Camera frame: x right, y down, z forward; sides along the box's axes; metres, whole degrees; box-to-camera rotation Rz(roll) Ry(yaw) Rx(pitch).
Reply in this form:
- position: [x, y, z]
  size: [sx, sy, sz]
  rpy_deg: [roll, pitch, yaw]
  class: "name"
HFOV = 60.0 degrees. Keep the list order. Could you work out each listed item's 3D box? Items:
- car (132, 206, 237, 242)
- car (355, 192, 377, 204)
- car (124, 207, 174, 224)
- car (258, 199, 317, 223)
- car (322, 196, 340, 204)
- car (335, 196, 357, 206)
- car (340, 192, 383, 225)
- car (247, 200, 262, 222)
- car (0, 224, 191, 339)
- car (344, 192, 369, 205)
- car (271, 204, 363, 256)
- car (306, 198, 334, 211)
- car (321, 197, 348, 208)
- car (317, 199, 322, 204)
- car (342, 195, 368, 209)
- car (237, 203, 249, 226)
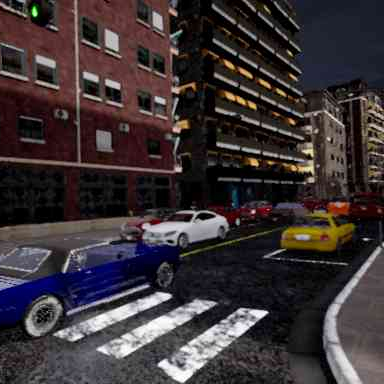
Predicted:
- position: [-0.127, 1.542, 14.619]
  size: [1.812, 1.442, 4.674]
  rpy_deg: [-3, -1, 37]
  class: "car"
- position: [29.259, 0.950, 55.881]
  size: [2.192, 1.841, 5.009]
  rpy_deg: [-2, -1, 41]
  class: "car"
- position: [-1.710, 1.543, 16.685]
  size: [1.967, 1.590, 4.097]
  rpy_deg: [-2, -1, 35]
  class: "car"
- position: [7.195, 1.444, 24.673]
  size: [2.033, 1.411, 5.357]
  rpy_deg: [-3, -1, 37]
  class: "car"
- position: [12.547, 1.092, 27.035]
  size: [2.097, 1.767, 4.553]
  rpy_deg: [-3, -1, 37]
  class: "car"
- position: [22.053, 1.321, 47.440]
  size: [1.802, 1.307, 4.206]
  rpy_deg: [-2, -1, 40]
  class: "car"
- position: [11.264, 1.009, 20.870]
  size: [2.192, 1.841, 5.009]
  rpy_deg: [-2, -1, 37]
  class: "car"
- position: [4.828, 1.438, 25.649]
  size: [1.967, 1.590, 4.097]
  rpy_deg: [-2, -1, 37]
  class: "car"
- position: [-2.225, 1.589, 6.685]
  size: [1.895, 1.301, 4.718]
  rpy_deg: [-3, -1, 35]
  class: "car"
- position: [25.633, 1.003, 51.687]
  size: [2.192, 1.841, 5.009]
  rpy_deg: [-2, -1, 40]
  class: "car"
- position: [4.720, 1.329, 12.046]
  size: [1.752, 1.417, 4.829]
  rpy_deg: [-2, -1, 36]
  class: "car"
- position: [15.022, 1.423, 38.840]
  size: [1.802, 1.307, 4.206]
  rpy_deg: [-2, -1, 38]
  class: "car"
- position: [18.517, 1.340, 43.163]
  size: [2.008, 1.369, 4.403]
  rpy_deg: [-2, -1, 39]
  class: "car"
- position: [11.573, 1.437, 34.476]
  size: [1.887, 1.381, 4.507]
  rpy_deg: [-2, -1, 38]
  class: "car"
- position: [20.352, 1.204, 41.376]
  size: [1.837, 1.490, 4.892]
  rpy_deg: [-3, -2, 39]
  class: "car"
- position: [1.534, 1.595, 21.178]
  size: [1.887, 1.381, 4.507]
  rpy_deg: [-2, -1, 36]
  class: "car"
